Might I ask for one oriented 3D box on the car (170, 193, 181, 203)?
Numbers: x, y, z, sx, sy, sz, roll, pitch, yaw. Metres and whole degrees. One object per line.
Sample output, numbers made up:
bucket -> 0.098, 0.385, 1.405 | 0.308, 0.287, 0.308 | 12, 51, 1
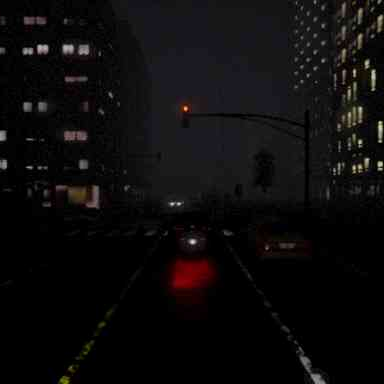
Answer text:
car -> -3.049, 1.360, 61.326 | 1.994, 1.385, 4.181 | 0, 0, 1

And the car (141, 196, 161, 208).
car -> -5.695, 1.394, 43.923 | 2.008, 1.369, 4.403 | 0, 0, 0

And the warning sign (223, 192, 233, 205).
warning sign -> 5.070, 0.948, 47.179 | 1.300, 1.860, 1.060 | 0, 0, 0

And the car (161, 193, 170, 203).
car -> -5.697, 1.349, 60.503 | 2.008, 1.369, 4.403 | 0, 0, 0

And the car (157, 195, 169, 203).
car -> -5.697, 1.330, 66.028 | 1.887, 1.381, 4.507 | 0, 0, 0

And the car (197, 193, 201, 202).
car -> 2.682, 1.100, 66.028 | 2.192, 1.841, 5.009 | 0, 0, 0

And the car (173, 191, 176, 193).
car -> -3.003, 1.097, 76.849 | 1.895, 1.301, 4.718 | 0, 0, 0

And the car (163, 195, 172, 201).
car -> -5.698, 1.344, 77.083 | 1.802, 1.307, 4.206 | 0, 0, 0

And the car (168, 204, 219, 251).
car -> 0.041, 1.450, 13.888 | 1.837, 1.490, 4.892 | 0, 0, 0

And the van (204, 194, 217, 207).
van -> 2.683, 1.168, 49.449 | 1.690, 1.788, 3.998 | 0, 0, 0

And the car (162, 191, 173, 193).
car -> -5.698, 1.214, 71.556 | 1.967, 1.590, 4.097 | 0, 0, 0

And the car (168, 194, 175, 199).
car -> -5.698, 1.255, 93.493 | 1.752, 1.417, 4.829 | 0, 0, 0

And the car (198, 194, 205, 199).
car -> 2.682, 1.254, 93.833 | 1.752, 1.417, 4.829 | 0, 0, 0

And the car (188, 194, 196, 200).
car -> -0.004, 1.188, 83.117 | 2.128, 1.511, 4.902 | 0, 0, 0

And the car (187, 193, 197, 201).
car -> -0.004, 1.296, 72.699 | 2.128, 1.511, 4.902 | 0, 0, 0

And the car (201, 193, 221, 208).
car -> 2.683, 1.158, 43.923 | 2.192, 1.841, 5.009 | 0, 0, 0

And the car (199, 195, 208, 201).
car -> 2.682, 1.306, 77.083 | 1.887, 1.381, 4.507 | 0, 0, 0

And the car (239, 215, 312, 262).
car -> 2.686, 1.479, 11.681 | 1.752, 1.417, 4.829 | 0, 0, 0
